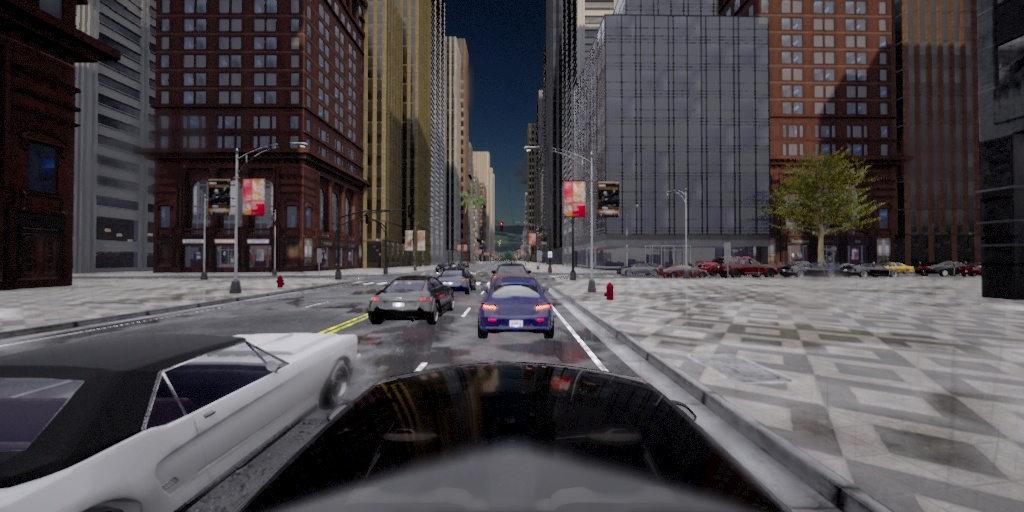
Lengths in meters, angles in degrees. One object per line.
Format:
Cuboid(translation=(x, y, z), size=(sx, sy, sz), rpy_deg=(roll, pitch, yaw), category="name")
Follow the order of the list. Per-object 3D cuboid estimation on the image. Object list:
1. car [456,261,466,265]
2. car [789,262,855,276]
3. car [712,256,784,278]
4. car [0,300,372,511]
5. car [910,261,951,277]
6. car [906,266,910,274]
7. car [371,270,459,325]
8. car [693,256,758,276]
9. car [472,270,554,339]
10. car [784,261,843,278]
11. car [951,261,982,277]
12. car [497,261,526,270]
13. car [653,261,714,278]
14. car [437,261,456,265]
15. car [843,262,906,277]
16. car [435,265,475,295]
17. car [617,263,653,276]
Cuboid(translation=(-9.923, 1.634, 63.035), size=(2.128, 1.511, 4.902), rpy_deg=(0, -1, 0), category="car")
Cuboid(translation=(32.902, 1.359, 38.144), size=(5.357, 1.411, 2.033), rpy_deg=(0, -1, -1), category="car")
Cuboid(translation=(20.903, 1.084, 32.170), size=(5.009, 1.841, 2.192), rpy_deg=(0, 0, -1), category="car")
Cuboid(translation=(-3.156, 1.353, 3.197), size=(1.895, 1.301, 4.718), rpy_deg=(0, 0, 0), category="car")
Cuboid(translation=(42.742, 1.253, 35.174), size=(4.892, 1.490, 1.837), rpy_deg=(0, -1, -1), category="car")
Cuboid(translation=(43.142, 1.351, 41.079), size=(4.829, 1.417, 1.751), rpy_deg=(0, 0, -1), category="car")
Cuboid(translation=(-3.168, 1.342, 12.020), size=(1.994, 1.385, 4.181), rpy_deg=(0, 0, 0), category="car")
Cuboid(translation=(22.525, 1.063, 37.978), size=(5.566, 2.045, 2.150), rpy_deg=(0, -1, -1), category="car")
Cuboid(translation=(0.091, 1.296, 10.032), size=(1.812, 1.442, 4.674), rpy_deg=(0, 0, 0), category="car")
Cuboid(translation=(26.540, 1.319, 32.267), size=(4.313, 1.339, 1.948), rpy_deg=(0, 0, -1), category="car")
Cuboid(translation=(43.453, 1.257, 32.559), size=(4.507, 1.381, 1.888), rpy_deg=(0, 0, -1), category="car")
Cuboid(translation=(-0.029, 1.160, 19.018), size=(2.097, 1.767, 4.553), rpy_deg=(0, 0, 0), category="car")
Cuboid(translation=(15.265, 1.370, 32.073), size=(4.207, 1.307, 1.802), rpy_deg=(0, 0, -1), category="car")
Cuboid(translation=(-9.929, 1.619, 52.749), size=(1.994, 1.385, 4.181), rpy_deg=(0, 0, 0), category="car")
Cuboid(translation=(32.177, 1.303, 32.364), size=(4.313, 1.339, 1.948), rpy_deg=(0, 0, -1), category="car")
Cuboid(translation=(-3.182, 1.380, 20.408), size=(1.994, 1.385, 4.181), rpy_deg=(0, 0, 0), category="car")
Cuboid(translation=(13.222, 1.436, 37.815), size=(4.181, 1.385, 1.994), rpy_deg=(0, -1, -1), category="car")
